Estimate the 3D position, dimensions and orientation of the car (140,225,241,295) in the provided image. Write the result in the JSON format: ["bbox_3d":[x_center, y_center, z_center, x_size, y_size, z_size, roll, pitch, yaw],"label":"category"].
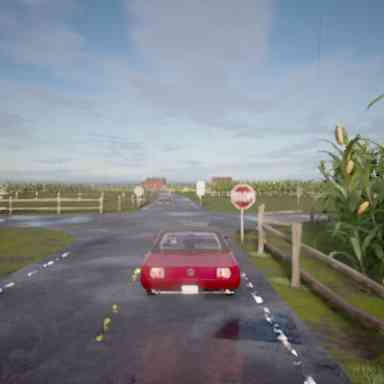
[{"bbox_3d":[-0.040,1.486,8.343,1.895,1.301,4.718,0,1,0],"label":"car"}]

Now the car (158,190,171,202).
[{"bbox_3d":[-4.468,0.833,53.438,2.033,1.411,5.357,0,1,-3],"label":"car"}]

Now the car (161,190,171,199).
[{"bbox_3d":[-5.378,0.439,68.700,2.097,1.767,4.553,0,1,-4],"label":"car"}]
